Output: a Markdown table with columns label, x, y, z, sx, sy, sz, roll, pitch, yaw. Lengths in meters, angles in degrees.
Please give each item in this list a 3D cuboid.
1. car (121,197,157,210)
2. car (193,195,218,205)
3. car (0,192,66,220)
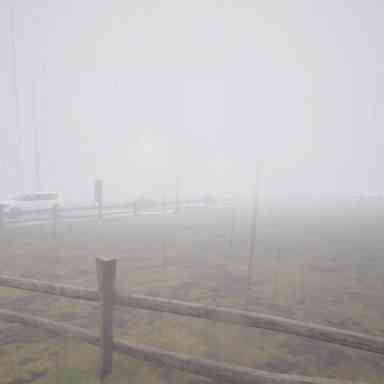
| label | x | y | z | sx | sy | sz | roll | pitch | yaw |
| --- | --- | --- | --- | --- | --- | --- | --- | --- | --- |
| car | -5.754 | 1.234 | 36.477 | 1.994 | 1.385 | 4.181 | 1 | 1 | 36 |
| car | 1.949 | 1.078 | 47.119 | 1.994 | 1.385 | 4.181 | 1 | 1 | 36 |
| car | -12.909 | 1.037 | 26.559 | 2.150 | 2.045 | 5.566 | 1 | 1 | 36 |
